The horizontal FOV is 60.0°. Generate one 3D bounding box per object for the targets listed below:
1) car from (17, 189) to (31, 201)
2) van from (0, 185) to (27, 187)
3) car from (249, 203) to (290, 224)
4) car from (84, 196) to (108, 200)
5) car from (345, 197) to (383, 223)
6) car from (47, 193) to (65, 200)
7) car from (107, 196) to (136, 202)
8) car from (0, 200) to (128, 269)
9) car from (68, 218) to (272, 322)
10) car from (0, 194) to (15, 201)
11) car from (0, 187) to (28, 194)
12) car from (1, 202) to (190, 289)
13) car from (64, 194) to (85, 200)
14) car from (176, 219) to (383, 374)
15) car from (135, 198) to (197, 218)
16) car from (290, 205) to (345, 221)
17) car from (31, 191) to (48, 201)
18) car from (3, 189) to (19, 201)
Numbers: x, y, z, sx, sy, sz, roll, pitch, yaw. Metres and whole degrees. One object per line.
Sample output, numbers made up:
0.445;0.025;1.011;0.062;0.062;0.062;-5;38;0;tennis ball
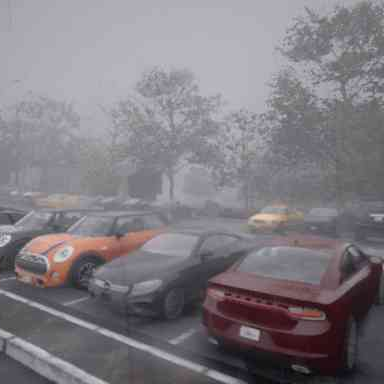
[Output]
-15.029;0.792;34.623;2.163;1.488;4.792;3;2;36;car
-21.879;0.141;39.400;1.878;1.987;4.442;3;3;36;van
5.056;1.467;19.789;1.946;1.575;5.366;1;1;36;car
-6.122;1.169;28.120;2.097;1.535;5.008;2;1;36;car
9.698;1.279;16.686;2.435;2.045;5.566;1;0;36;car
-10.417;0.986;31.471;1.946;1.575;5.366;3;2;36;car
-3.865;1.247;26.482;2.097;1.535;5.008;2;1;36;car
-4.607;1.308;10.907;2.185;1.767;4.553;1;1;36;car
-0.119;1.548;7.617;2.002;1.452;4.674;1;0;36;car
-11.411;1.129;15.765;2.185;1.767;4.553;2;1;36;car
-19.652;0.534;37.944;2.002;1.452;4.674;3;2;36;car
-2.357;1.349;9.275;2.185;1.767;4.553;1;0;36;car
-8.395;1.113;29.739;2.163;1.488;4.792;3;1;36;car
2.134;1.533;5.972;2.097;1.535;5.008;1;0;36;car
-1.504;1.320;24.769;2.231;1.521;4.892;2;1;36;car
7.425;1.504;18.306;2.097;1.535;5.008;1;0;36;car
-12.678;0.877;33.111;1.946;1.575;5.366;3;2;36;car
-17.400;0.669;36.310;2.002;1.452;4.674;3;2;36;car
